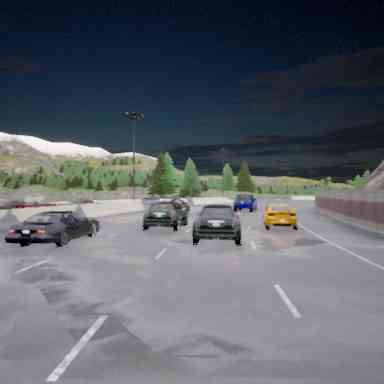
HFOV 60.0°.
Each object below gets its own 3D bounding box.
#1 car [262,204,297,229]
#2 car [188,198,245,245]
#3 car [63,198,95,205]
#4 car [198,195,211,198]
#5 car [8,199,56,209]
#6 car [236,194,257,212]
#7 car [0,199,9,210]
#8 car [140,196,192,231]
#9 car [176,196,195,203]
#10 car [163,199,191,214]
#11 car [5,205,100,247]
[{"bbox_3d":[5.703,1.516,21.906,1.882,1.535,5.008,0,0,10],"label":"car"},{"bbox_3d":[1.267,1.371,15.909,2.097,1.767,4.553,0,0,7],"label":"car"},{"bbox_3d":[-12.614,1.504,37.141,1.837,1.490,4.892,0,0,15],"label":"car"},{"bbox_3d":[2.654,1.373,74.679,1.882,1.535,5.008,0,0,30],"label":"car"},{"bbox_3d":[-16.696,1.587,35.407,1.895,1.301,4.718,0,0,14],"label":"car"},{"bbox_3d":[6.365,1.278,39.336,2.150,2.045,5.566,0,0,17],"label":"car"},{"bbox_3d":[-19.961,1.525,36.763,2.033,1.411,5.357,0,0,14],"label":"car"},{"bbox_3d":[-1.533,1.368,20.959,2.097,1.767,4.553,0,0,9],"label":"car"},{"bbox_3d":[-1.368,1.584,74.636,2.033,1.411,5.357,0,0,28],"label":"car"},{"bbox_3d":[-1.590,1.557,37.004,1.812,1.442,4.674,0,0,15],"label":"car"},{"bbox_3d":[-5.944,1.545,14.973,2.033,1.411,5.357,0,0,6],"label":"car"}]
